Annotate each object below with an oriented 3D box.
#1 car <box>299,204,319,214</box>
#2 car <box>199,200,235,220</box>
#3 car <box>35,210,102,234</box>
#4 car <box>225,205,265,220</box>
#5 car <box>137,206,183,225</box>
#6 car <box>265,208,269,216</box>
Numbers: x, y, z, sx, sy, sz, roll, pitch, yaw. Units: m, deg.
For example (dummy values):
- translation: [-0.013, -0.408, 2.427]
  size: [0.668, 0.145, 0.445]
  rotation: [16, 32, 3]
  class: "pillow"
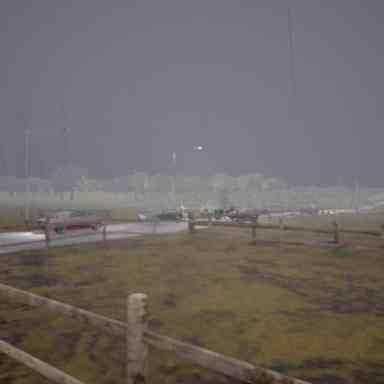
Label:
- translation: [19.876, 2.835, 56.344]
  size: [2.097, 1.767, 4.553]
  rotation: [1, -1, 37]
  class: "car"
- translation: [2.978, 1.988, 37.454]
  size: [2.150, 2.045, 5.566]
  rotation: [1, -1, 35]
  class: "car"
- translation: [-8.017, 1.896, 21.873]
  size: [1.994, 1.385, 4.181]
  rotation: [1, -1, 36]
  class: "car"
- translation: [5.952, 2.426, 36.574]
  size: [1.895, 1.301, 4.718]
  rotation: [1, -1, 35]
  class: "car"
- translation: [-2.749, 2.022, 29.337]
  size: [2.128, 1.511, 4.902]
  rotation: [1, -1, 35]
  class: "car"
- translation: [8.887, 2.631, 45.780]
  size: [1.895, 1.301, 4.718]
  rotation: [1, -1, 36]
  class: "car"
